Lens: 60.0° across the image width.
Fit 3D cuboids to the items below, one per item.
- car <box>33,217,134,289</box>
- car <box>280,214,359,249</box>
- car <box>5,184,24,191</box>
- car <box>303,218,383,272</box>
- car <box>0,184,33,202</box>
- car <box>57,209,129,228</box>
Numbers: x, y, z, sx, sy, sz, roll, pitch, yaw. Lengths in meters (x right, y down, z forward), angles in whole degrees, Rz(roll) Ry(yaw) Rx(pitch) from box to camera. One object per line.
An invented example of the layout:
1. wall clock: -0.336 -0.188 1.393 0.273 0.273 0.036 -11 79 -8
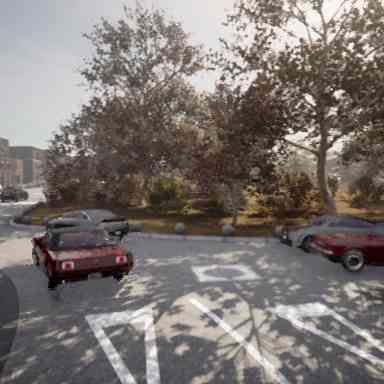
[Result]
1. car: -3.342 1.649 9.486 1.895 1.301 4.718 0 0 -31
2. car: 5.631 1.585 13.097 4.181 1.385 1.994 0 0 -1
3. car: -40.808 -1.070 76.518 2.163 1.488 4.792 0 3 -7
4. car: 6.122 1.613 10.146 4.718 1.301 1.895 0 0 3
5. car: -25.408 0.340 47.887 2.150 2.045 5.566 0 3 -8
6. car: -5.082 1.570 15.878 4.902 1.511 2.128 0 0 39
